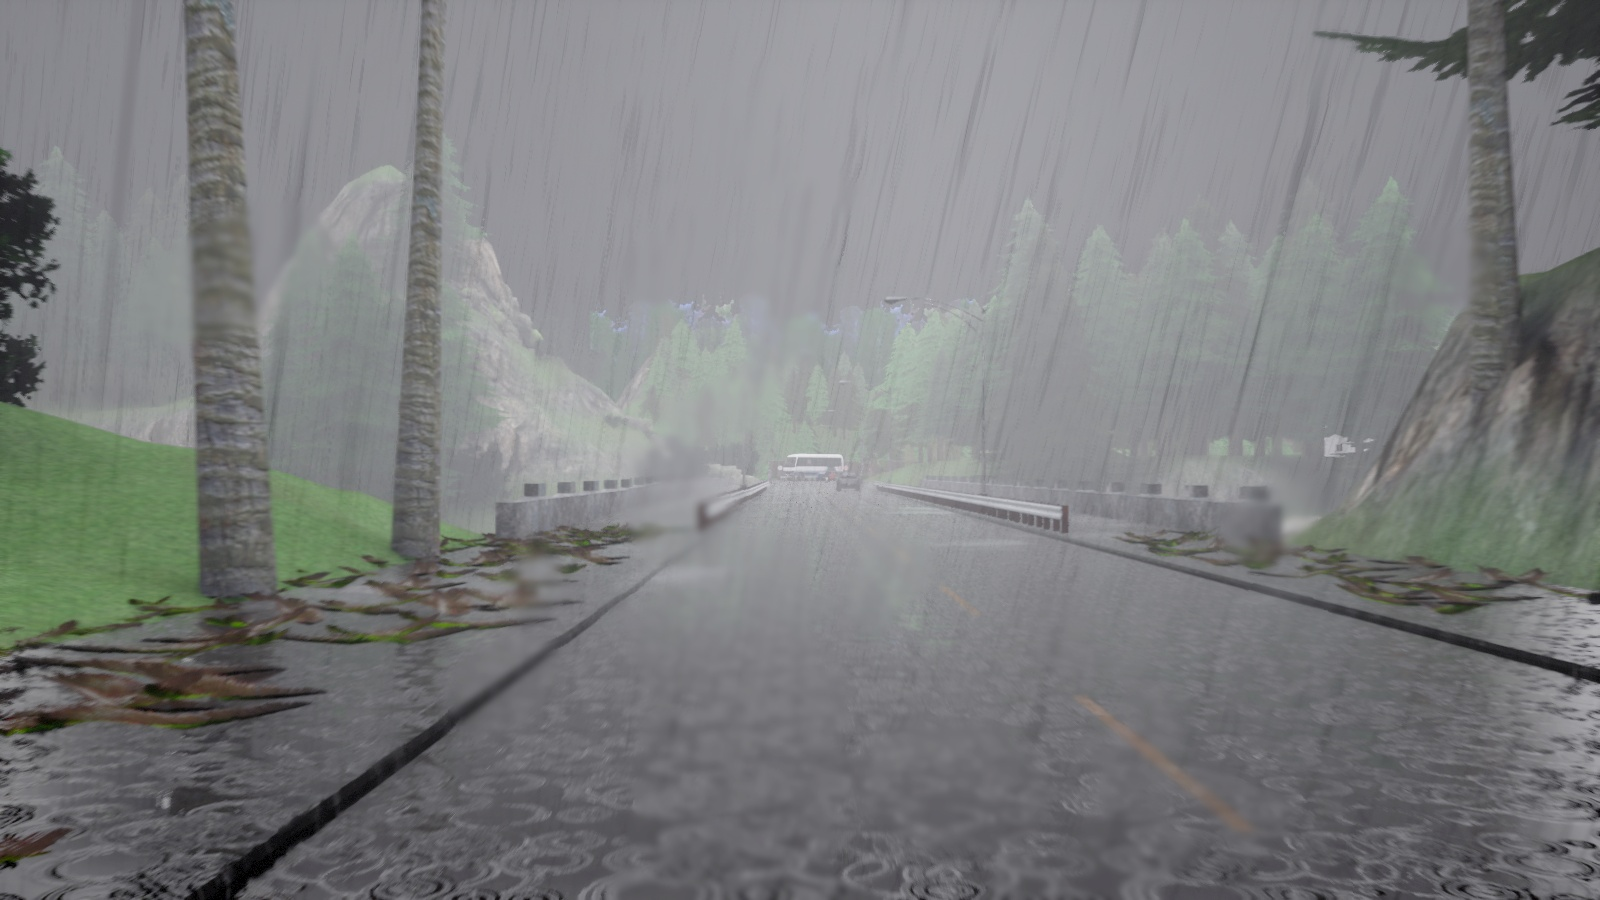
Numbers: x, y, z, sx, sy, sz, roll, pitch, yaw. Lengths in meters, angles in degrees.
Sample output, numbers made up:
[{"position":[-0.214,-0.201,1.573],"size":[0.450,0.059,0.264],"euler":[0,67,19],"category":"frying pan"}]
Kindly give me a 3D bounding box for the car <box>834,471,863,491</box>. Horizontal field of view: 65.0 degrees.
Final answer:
[{"position":[3.757,2.391,98.062],"size":[2.128,1.511,4.902],"euler":[0,-1,0],"category":"car"}]
